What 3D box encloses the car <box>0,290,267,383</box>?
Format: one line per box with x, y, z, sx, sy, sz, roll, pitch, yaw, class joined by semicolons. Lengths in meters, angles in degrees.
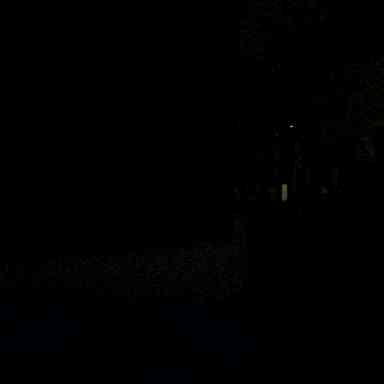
-1.740;1.477;1.812;5.008;1.535;1.882;0;0;-35;car
